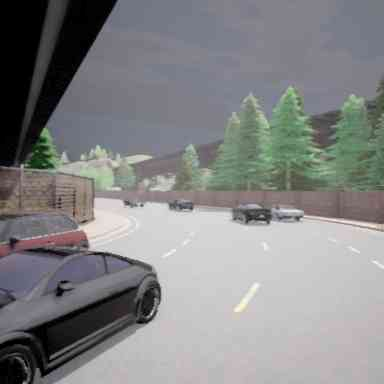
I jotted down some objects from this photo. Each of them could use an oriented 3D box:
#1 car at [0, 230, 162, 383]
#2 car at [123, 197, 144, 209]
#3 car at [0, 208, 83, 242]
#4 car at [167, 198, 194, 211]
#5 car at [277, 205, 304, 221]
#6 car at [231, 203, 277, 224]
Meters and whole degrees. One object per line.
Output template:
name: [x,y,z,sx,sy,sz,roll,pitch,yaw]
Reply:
car: [-2.172,1.545,4.857,1.994,1.385,4.181,1,0,26]
car: [-8.117,1.425,46.130,2.128,1.511,4.902,1,0,-28]
car: [-4.533,1.312,7.903,2.097,1.767,4.553,0,0,22]
car: [-1.451,1.556,40.940,1.837,1.490,4.892,1,0,-27]
car: [7.538,1.728,28.558,1.895,1.301,4.718,1,0,-13]
car: [4.509,1.568,25.853,1.882,1.535,5.008,1,0,-10]
